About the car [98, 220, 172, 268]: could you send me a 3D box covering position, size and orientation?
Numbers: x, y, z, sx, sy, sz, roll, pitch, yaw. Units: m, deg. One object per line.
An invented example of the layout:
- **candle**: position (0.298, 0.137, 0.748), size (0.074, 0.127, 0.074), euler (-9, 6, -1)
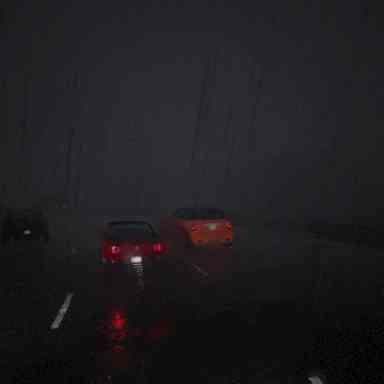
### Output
- **car**: position (-2.305, 1.682, 11.759), size (1.895, 1.301, 4.718), euler (0, 0, -18)

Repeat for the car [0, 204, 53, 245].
- **car**: position (-8.363, 1.610, 16.555), size (1.882, 1.535, 5.008), euler (0, -1, -29)

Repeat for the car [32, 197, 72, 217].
- **car**: position (-14.205, 1.475, 32.881), size (5.566, 2.045, 2.150), euler (0, -1, 36)

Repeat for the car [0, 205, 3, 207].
- **car**: position (-17.427, 1.854, 30.842), size (4.718, 1.301, 1.895), euler (0, 0, 33)

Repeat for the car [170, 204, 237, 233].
- **car**: position (0.568, 1.623, 21.815), size (2.128, 1.511, 4.902), euler (0, 0, -30)

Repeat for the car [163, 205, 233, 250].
- **car**: position (0.028, 1.445, 15.149), size (2.097, 1.767, 4.553), euler (0, 0, -22)
